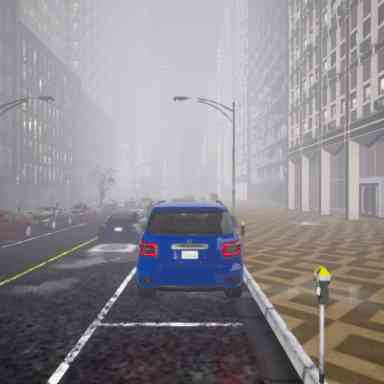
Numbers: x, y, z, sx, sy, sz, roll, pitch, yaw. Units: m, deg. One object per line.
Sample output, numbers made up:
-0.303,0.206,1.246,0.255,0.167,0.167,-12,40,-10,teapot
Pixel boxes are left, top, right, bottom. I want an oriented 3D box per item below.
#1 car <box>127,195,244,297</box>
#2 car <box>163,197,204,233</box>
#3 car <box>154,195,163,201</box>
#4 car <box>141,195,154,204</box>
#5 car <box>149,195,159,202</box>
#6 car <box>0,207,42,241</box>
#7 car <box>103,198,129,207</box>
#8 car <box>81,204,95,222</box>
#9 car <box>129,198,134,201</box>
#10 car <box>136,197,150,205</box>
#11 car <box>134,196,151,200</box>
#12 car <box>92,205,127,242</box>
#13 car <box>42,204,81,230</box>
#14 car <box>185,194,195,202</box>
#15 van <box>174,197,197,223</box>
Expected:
-0.039,1.226,8.681,2.150,2.045,5.566,0,0,0,car
-0.465,1.311,20.672,2.192,1.841,5.009,-1,0,0,car
-8.844,1.545,88.876,1.947,1.339,4.313,-1,0,0,car
-8.845,1.426,66.141,1.967,1.590,4.097,-1,0,0,car
-8.843,1.509,77.339,1.752,1.417,4.829,-1,0,0,car
-8.843,1.542,14.989,1.887,1.381,4.507,-1,0,0,car
-8.844,1.544,37.723,2.008,1.369,4.403,-1,0,0,car
-8.843,1.577,26.356,1.802,1.307,4.206,-1,0,0,car
-8.843,1.541,49.090,2.008,1.369,4.403,-1,0,0,car
-8.843,1.570,60.458,1.802,1.307,4.206,-1,0,0,car
-6.169,1.517,44.916,1.812,1.442,4.674,0,0,0,car
-3.125,1.561,16.238,1.994,1.385,4.181,0,0,1,car
-8.844,1.547,20.672,2.008,1.369,4.403,-1,0,0,car
-0.465,1.298,77.509,2.192,1.841,5.009,-1,0,0,car
-0.465,1.336,26.356,1.690,1.788,3.998,-1,0,0,van
